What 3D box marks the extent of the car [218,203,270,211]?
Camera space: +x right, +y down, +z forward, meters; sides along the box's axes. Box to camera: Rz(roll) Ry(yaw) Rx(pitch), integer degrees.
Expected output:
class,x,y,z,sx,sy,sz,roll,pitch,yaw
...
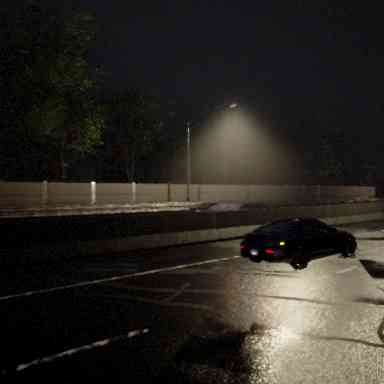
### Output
class,x,y,z,sx,sy,sz,roll,pitch,yaw
car,4.499,1.631,25.369,4.674,1.442,1.812,0,0,-38

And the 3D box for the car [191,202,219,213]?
class,x,y,z,sx,sy,sz,roll,pitch,yaw
car,2.844,1.686,28.520,5.357,1.411,2.033,0,0,-38

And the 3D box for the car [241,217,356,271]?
class,x,y,z,sx,sy,sz,roll,pitch,yaw
car,3.614,1.559,11.066,4.674,1.442,1.812,0,0,-38

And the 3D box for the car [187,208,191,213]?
class,x,y,z,sx,sy,sz,roll,pitch,yaw
car,1.677,1.694,32.053,4.674,1.442,1.812,0,0,-38
